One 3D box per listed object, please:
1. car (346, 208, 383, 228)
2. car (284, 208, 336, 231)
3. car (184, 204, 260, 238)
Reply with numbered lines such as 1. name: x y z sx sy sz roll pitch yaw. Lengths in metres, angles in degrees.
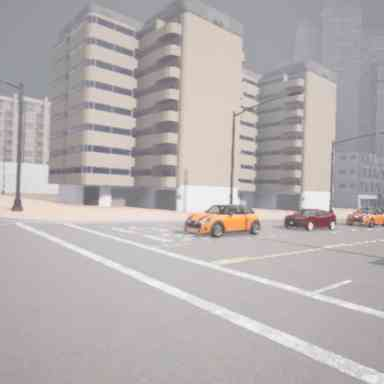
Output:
1. car: 16.157 2.273 30.703 4.553 1.767 2.097 4 -1 -40
2. car: 8.710 1.946 24.361 5.008 1.535 1.882 3 -1 -40
3. car: 1.729 1.453 18.394 4.553 1.767 2.097 3 0 -40
